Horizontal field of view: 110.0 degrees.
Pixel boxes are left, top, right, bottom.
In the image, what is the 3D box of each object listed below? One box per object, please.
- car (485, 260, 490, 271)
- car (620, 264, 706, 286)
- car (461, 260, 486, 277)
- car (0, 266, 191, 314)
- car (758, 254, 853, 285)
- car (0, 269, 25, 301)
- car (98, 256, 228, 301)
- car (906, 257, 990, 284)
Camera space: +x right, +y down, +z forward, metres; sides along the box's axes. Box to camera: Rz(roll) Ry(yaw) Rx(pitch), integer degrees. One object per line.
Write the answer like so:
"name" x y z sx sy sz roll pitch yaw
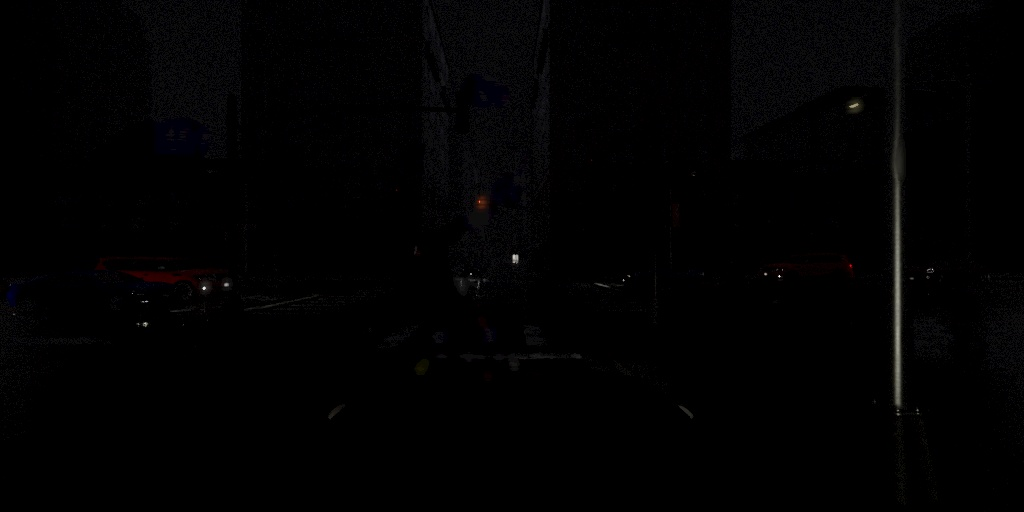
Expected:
"car" -4.186 1.283 46.371 1.837 1.490 4.892 0 0 -2
"car" 10.242 1.244 24.453 5.357 1.411 2.033 0 0 -2
"car" -3.894 1.368 35.707 1.895 1.301 4.718 0 0 -1
"car" -15.780 1.280 13.715 5.008 1.535 1.882 0 0 -2
"car" 20.200 0.883 24.751 5.566 2.045 2.150 0 0 -2
"car" -26.261 1.368 16.648 4.674 1.442 1.812 0 0 -1
"car" -16.338 1.027 16.951 5.566 2.045 2.150 0 0 -2
"car" 30.093 0.982 25.040 4.553 1.767 2.097 0 0 -2
